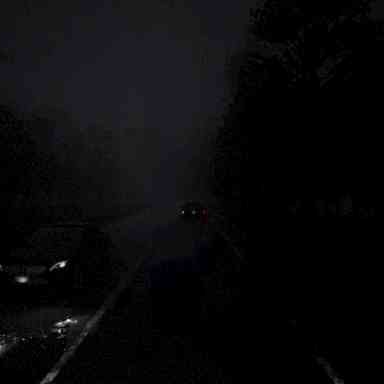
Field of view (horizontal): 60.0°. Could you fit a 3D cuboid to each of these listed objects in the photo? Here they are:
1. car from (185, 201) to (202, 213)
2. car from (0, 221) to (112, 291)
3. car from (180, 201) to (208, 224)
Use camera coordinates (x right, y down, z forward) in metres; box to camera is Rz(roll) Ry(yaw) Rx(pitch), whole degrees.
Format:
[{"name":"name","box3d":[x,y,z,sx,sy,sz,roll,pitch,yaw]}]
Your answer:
[{"name":"car","box3d":[0.142,1.808,41.704,1.994,1.385,4.181,0,0,0]},{"name":"car","box3d":[-3.536,1.590,9.304,1.812,1.442,4.674,0,-1,1]},{"name":"car","box3d":[0.128,1.531,26.258,2.097,1.767,4.553,0,0,0]}]
